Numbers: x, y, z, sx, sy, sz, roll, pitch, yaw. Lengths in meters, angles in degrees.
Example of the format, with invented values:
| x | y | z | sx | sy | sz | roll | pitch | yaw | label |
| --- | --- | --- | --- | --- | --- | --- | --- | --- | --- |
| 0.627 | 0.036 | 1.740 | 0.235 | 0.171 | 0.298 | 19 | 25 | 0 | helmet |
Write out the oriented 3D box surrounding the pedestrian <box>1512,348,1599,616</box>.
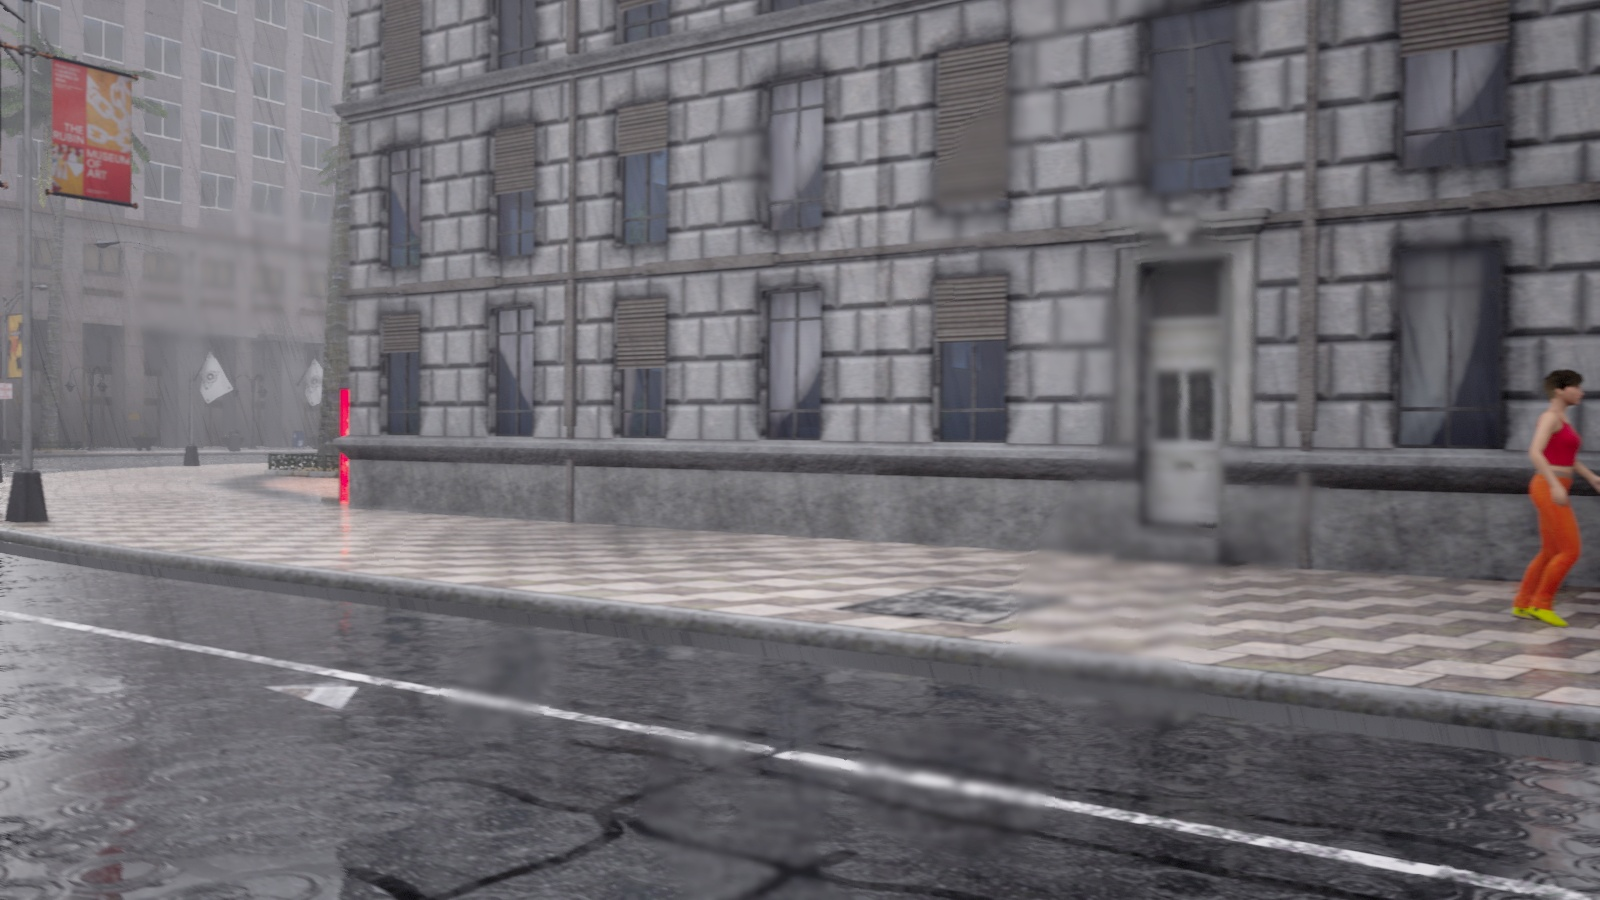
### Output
| x | y | z | sx | sy | sz | roll | pitch | yaw | label |
| --- | --- | --- | --- | --- | --- | --- | --- | --- | --- |
| 5.424 | 0.217 | 8.908 | 0.594 | 1.836 | 0.345 | 0 | 1 | 40 | pedestrian |
